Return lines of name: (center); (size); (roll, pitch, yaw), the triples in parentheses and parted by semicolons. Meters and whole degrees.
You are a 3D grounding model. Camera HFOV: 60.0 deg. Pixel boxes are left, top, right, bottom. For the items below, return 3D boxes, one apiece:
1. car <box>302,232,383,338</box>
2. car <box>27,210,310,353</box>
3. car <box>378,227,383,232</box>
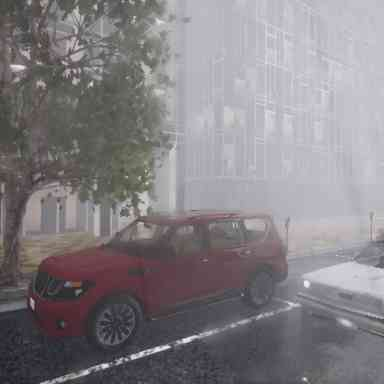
car: (4.050, 1.603, 6.159); (4.718, 1.301, 1.895); (0, 0, -36)
car: (-0.296, 1.316, 6.340); (5.009, 1.841, 2.192); (0, 1, -36)
car: (8.901, 1.549, 12.929); (4.507, 1.381, 1.887); (0, 1, -36)
